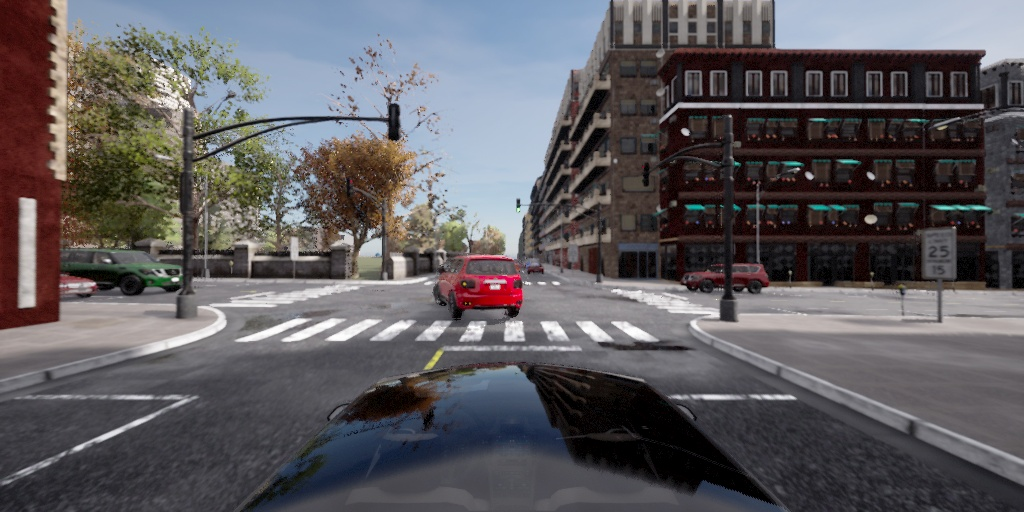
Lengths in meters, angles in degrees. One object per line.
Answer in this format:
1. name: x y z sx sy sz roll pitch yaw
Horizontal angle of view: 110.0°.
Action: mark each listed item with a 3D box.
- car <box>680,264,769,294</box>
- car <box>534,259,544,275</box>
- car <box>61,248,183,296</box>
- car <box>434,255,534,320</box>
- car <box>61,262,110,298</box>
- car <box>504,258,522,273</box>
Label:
1. car: 13.448 1.390 22.730 5.009 1.841 2.192 0 0 -1
2. car: 2.688 1.382 40.701 1.888 1.381 4.507 0 0 0
3. car: -18.353 0.693 16.668 5.566 2.045 2.150 1 0 1
4. car: -1.381 0.988 13.094 2.150 2.045 5.566 1 0 -19
5. car: -18.963 1.028 14.040 4.207 1.307 1.802 0 0 -1
6. car: 0.096 1.201 45.189 2.097 1.767 4.553 0 0 0
